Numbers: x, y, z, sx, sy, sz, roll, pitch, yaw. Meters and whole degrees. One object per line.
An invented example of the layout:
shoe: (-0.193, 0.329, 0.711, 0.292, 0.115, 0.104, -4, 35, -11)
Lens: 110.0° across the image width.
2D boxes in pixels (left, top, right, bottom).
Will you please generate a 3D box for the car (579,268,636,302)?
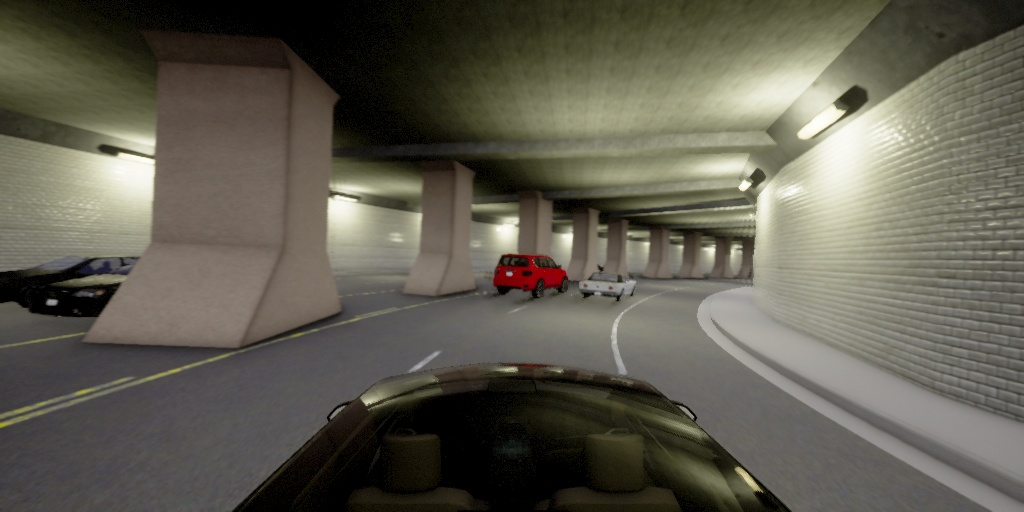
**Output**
car: (5.107, 1.513, 18.605, 1.895, 1.301, 4.718, 3, 0, 30)

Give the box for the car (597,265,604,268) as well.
car: (12.304, 1.732, 44.844, 4.718, 1.301, 1.895, 2, 0, -43)

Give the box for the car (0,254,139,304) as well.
car: (-12.958, 0.660, 11.297, 2.033, 1.411, 5.357, 3, 0, 13)

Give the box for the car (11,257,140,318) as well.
car: (-9.610, 0.837, 9.775, 1.994, 1.385, 4.181, 3, 0, 13)

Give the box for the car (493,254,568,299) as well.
car: (1.128, 0.950, 18.563, 2.150, 2.045, 5.566, 2, 0, 28)
